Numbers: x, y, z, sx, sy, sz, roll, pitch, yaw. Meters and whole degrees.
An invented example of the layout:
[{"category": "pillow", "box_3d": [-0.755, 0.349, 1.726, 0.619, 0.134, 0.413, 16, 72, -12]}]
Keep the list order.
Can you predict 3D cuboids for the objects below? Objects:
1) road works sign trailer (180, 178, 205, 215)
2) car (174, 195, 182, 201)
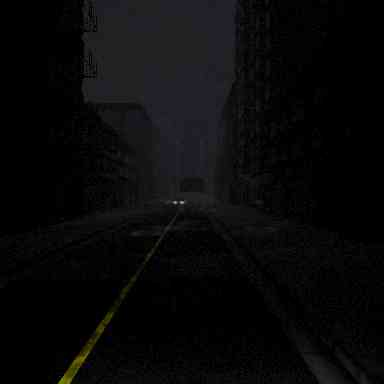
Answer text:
[{"category": "road works sign trailer", "box_3d": [0.000, 0.442, 33.325, 2.380, 3.560, 2.880, 0, 0, 0]}, {"category": "car", "box_3d": [-3.001, 1.368, 76.737, 1.882, 1.535, 5.008, 0, 0, 0]}]
